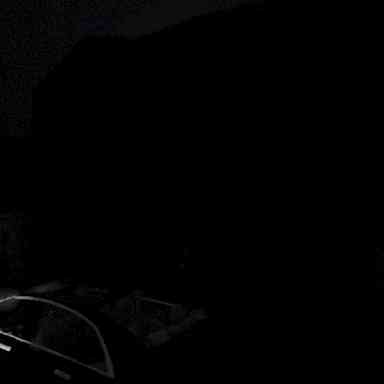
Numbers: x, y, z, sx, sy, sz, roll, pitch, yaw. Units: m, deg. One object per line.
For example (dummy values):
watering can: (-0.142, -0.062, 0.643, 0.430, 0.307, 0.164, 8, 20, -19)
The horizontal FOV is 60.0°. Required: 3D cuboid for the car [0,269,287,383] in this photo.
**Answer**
car: (-1.224, 1.580, 3.665, 4.403, 1.369, 2.008, -1, 1, 36)
